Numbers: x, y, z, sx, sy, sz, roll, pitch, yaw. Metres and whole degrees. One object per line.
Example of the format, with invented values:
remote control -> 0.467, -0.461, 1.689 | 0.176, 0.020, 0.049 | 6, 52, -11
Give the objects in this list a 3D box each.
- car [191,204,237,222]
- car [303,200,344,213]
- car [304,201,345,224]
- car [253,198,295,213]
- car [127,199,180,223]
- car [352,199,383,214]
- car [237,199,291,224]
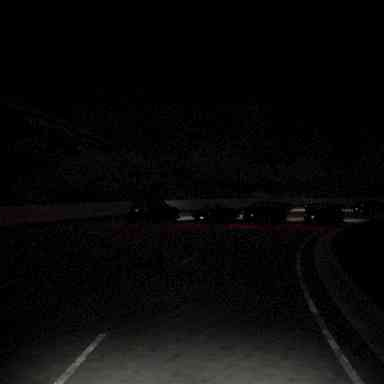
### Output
car -> 2.009, 1.614, 26.304 | 1.895, 1.301, 4.718 | 0, 0, 36
car -> 15.152, 1.656, 38.255 | 4.718, 1.301, 1.895 | 0, 0, -32
car -> 9.932, 1.563, 24.970 | 1.812, 1.442, 4.674 | 0, 0, 41
car -> 9.653, 1.531, 39.023 | 4.902, 1.511, 2.128 | 0, 0, -37
car -> -2.863, 1.351, 25.616 | 2.097, 1.767, 4.553 | 0, 0, 31
car -> 19.814, 1.574, 36.785 | 4.892, 1.490, 1.837 | 0, -1, -28
car -> 5.672, 1.502, 25.307 | 1.882, 1.535, 5.008 | 0, -1, 37
